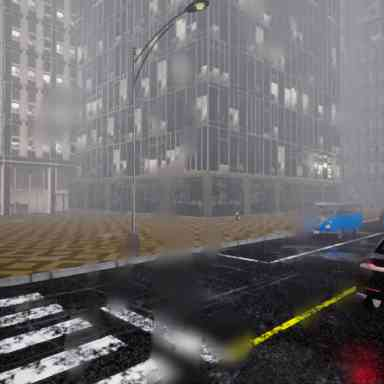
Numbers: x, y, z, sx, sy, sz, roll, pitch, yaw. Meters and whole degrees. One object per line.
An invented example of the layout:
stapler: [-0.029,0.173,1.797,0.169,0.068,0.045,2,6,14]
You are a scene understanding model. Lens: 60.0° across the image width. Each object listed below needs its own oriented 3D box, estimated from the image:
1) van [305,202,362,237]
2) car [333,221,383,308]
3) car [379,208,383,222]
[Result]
van: [7.433,1.395,17.324,3.998,1.788,1.690,0,0,-44]
car: [5.073,1.503,6.937,4.902,1.511,2.128,0,0,-44]
car: [15.669,1.610,25.173,4.507,1.381,1.887,0,0,-44]
